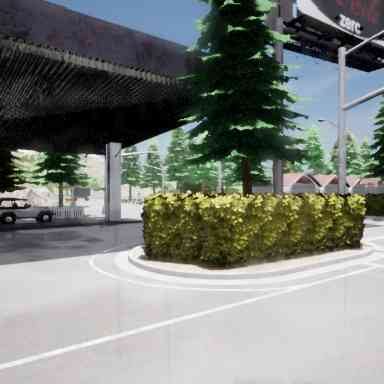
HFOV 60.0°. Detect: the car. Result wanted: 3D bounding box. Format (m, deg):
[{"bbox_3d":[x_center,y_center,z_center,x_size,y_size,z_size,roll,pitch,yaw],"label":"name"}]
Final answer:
[{"bbox_3d":[-11.918,1.313,23.516,3.866,1.878,1.905,0,0,-36],"label":"car"}]
